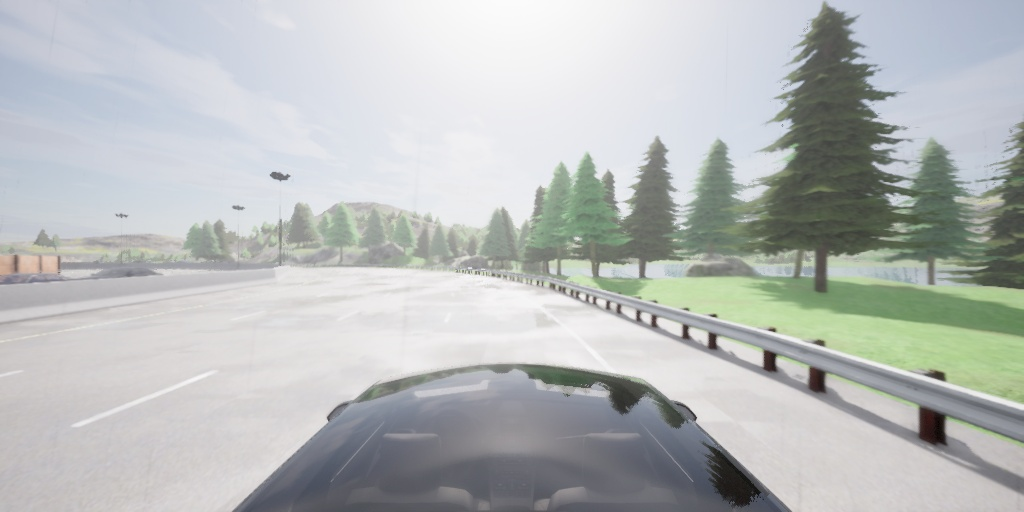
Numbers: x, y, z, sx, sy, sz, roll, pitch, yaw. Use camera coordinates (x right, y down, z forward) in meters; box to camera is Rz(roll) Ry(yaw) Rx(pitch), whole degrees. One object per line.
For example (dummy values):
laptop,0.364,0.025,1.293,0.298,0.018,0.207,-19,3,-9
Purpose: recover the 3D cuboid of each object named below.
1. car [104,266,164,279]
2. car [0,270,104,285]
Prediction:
car,-23.733,1.421,21.840,1.882,1.535,5.008,0,0,-14
car,-22.216,1.511,16.313,2.033,1.411,5.357,0,0,-15
